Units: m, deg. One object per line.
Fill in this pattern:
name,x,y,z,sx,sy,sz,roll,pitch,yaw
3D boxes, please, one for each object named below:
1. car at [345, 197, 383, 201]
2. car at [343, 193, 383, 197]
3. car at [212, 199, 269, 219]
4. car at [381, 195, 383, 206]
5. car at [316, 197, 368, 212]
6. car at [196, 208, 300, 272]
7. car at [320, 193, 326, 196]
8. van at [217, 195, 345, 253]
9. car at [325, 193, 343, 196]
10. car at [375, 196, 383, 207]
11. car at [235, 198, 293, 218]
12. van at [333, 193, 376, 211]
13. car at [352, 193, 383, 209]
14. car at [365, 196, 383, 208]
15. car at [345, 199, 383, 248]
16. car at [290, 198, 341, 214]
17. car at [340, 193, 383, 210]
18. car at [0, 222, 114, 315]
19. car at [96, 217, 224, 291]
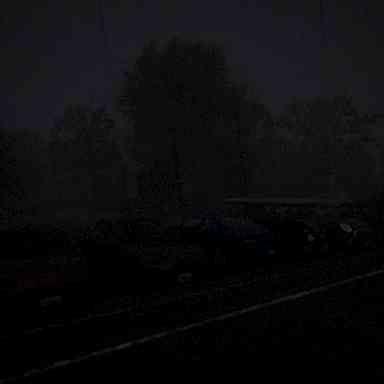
car,7.573,1.314,15.867,2.185,1.767,4.553,0,0,-36
car,12.133,1.176,19.129,2.435,2.045,5.566,0,0,-36
car,4.207,1.430,29.583,2.231,1.521,4.892,0,0,-36
car,31.207,1.316,49.097,1.946,1.575,5.366,-1,0,-36
car,17.653,1.390,39.414,1.946,1.575,5.366,0,0,-36
car,0.716,1.457,10.999,2.097,1.535,5.008,0,0,-36
car,10.967,1.285,34.445,2.185,1.767,4.553,0,0,-36
van,3.061,1.226,12.538,1.878,1.987,4.442,0,0,-36
car,15.485,1.147,37.671,2.435,2.045,5.566,0,0,-36
car,29.076,1.372,47.312,2.163,1.488,4.792,0,0,-36
car,6.577,1.420,31.042,1.946,1.575,5.366,0,0,-36
van,19.950,1.161,40.970,1.878,1.987,4.442,0,0,-36
car,24.553,1.118,44.080,2.435,2.045,5.566,0,0,-36
car,26.778,1.386,45.741,2.163,1.488,4.792,0,0,-36
car,5.256,1.320,14.288,2.185,1.767,4.553,0,0,-36
car,13.261,1.434,36.011,2.163,1.488,4.792,0,0,-36
car,22.260,1.129,42.512,2.435,2.045,5.566,0,0,-36
car,-3.832,1.499,7.720,2.163,1.488,4.792,0,0,-36
car,-1.551,1.493,9.350,2.163,1.488,4.792,0,0,-36
